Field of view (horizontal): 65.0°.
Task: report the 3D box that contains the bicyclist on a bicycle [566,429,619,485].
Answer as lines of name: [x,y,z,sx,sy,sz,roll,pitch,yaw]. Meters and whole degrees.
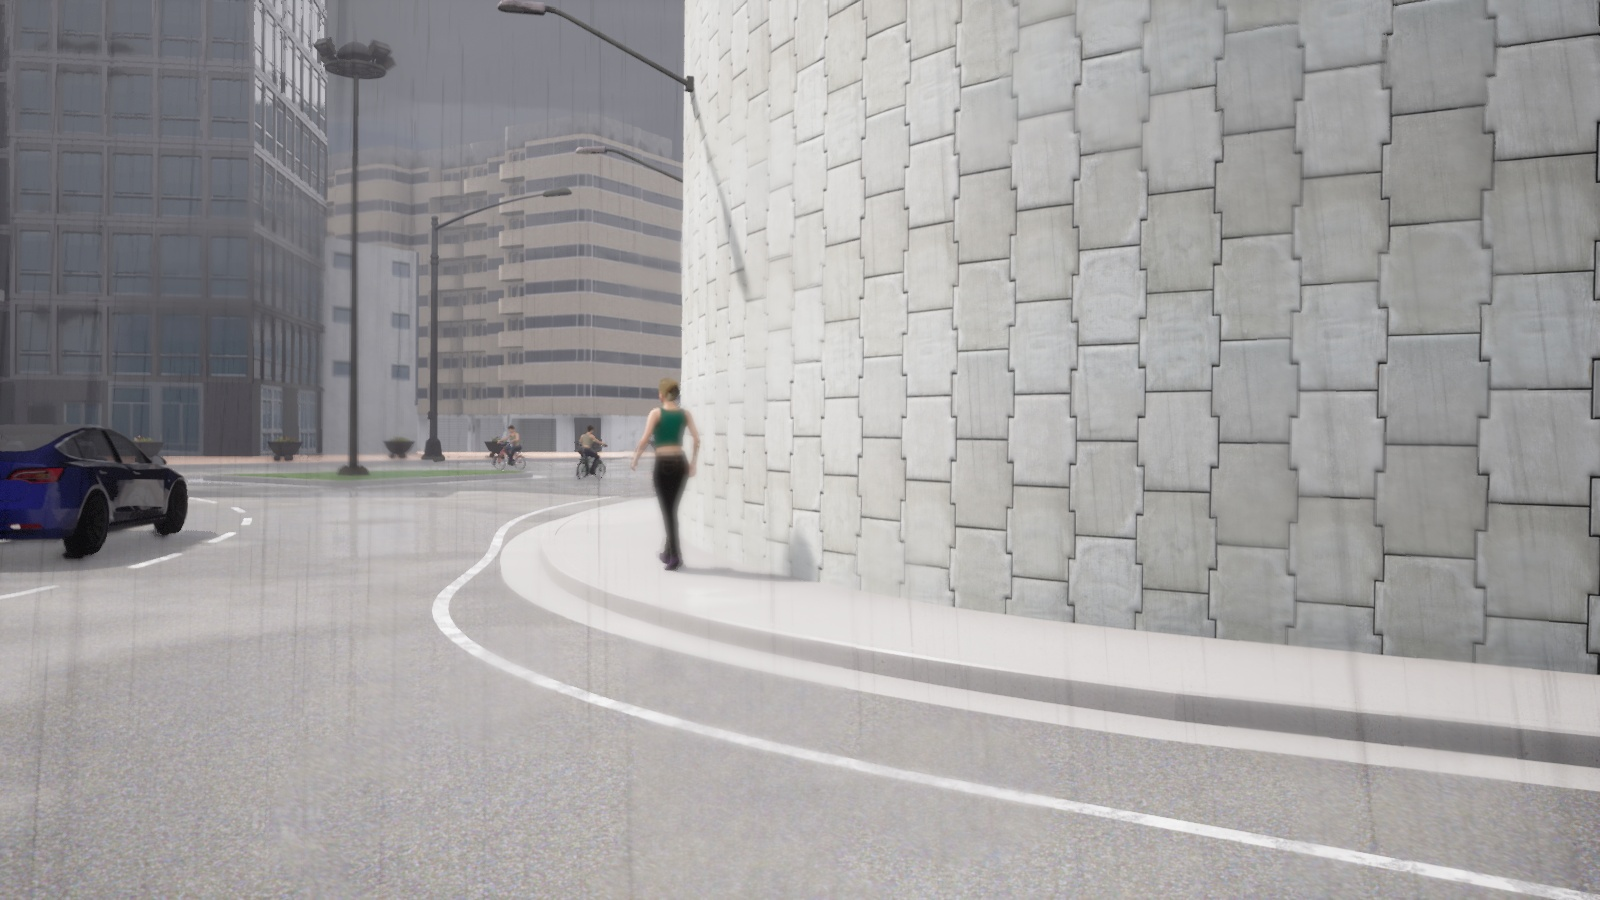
bicyclist on a bicycle: [-6.154,0.193,37.279,0.866,1.612,1.509,0,1,24]

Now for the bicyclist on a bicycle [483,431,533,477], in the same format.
bicyclist on a bicycle: [-10.498,0.118,45.180,0.866,1.612,1.509,0,1,35]

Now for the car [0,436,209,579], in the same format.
car: [-9.176,0.589,15.545,2.163,1.488,4.792,-1,1,-10]

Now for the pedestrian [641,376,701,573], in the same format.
pedestrian: [-1.246,0.226,12.087,0.345,1.836,0.594,-1,1,-30]
